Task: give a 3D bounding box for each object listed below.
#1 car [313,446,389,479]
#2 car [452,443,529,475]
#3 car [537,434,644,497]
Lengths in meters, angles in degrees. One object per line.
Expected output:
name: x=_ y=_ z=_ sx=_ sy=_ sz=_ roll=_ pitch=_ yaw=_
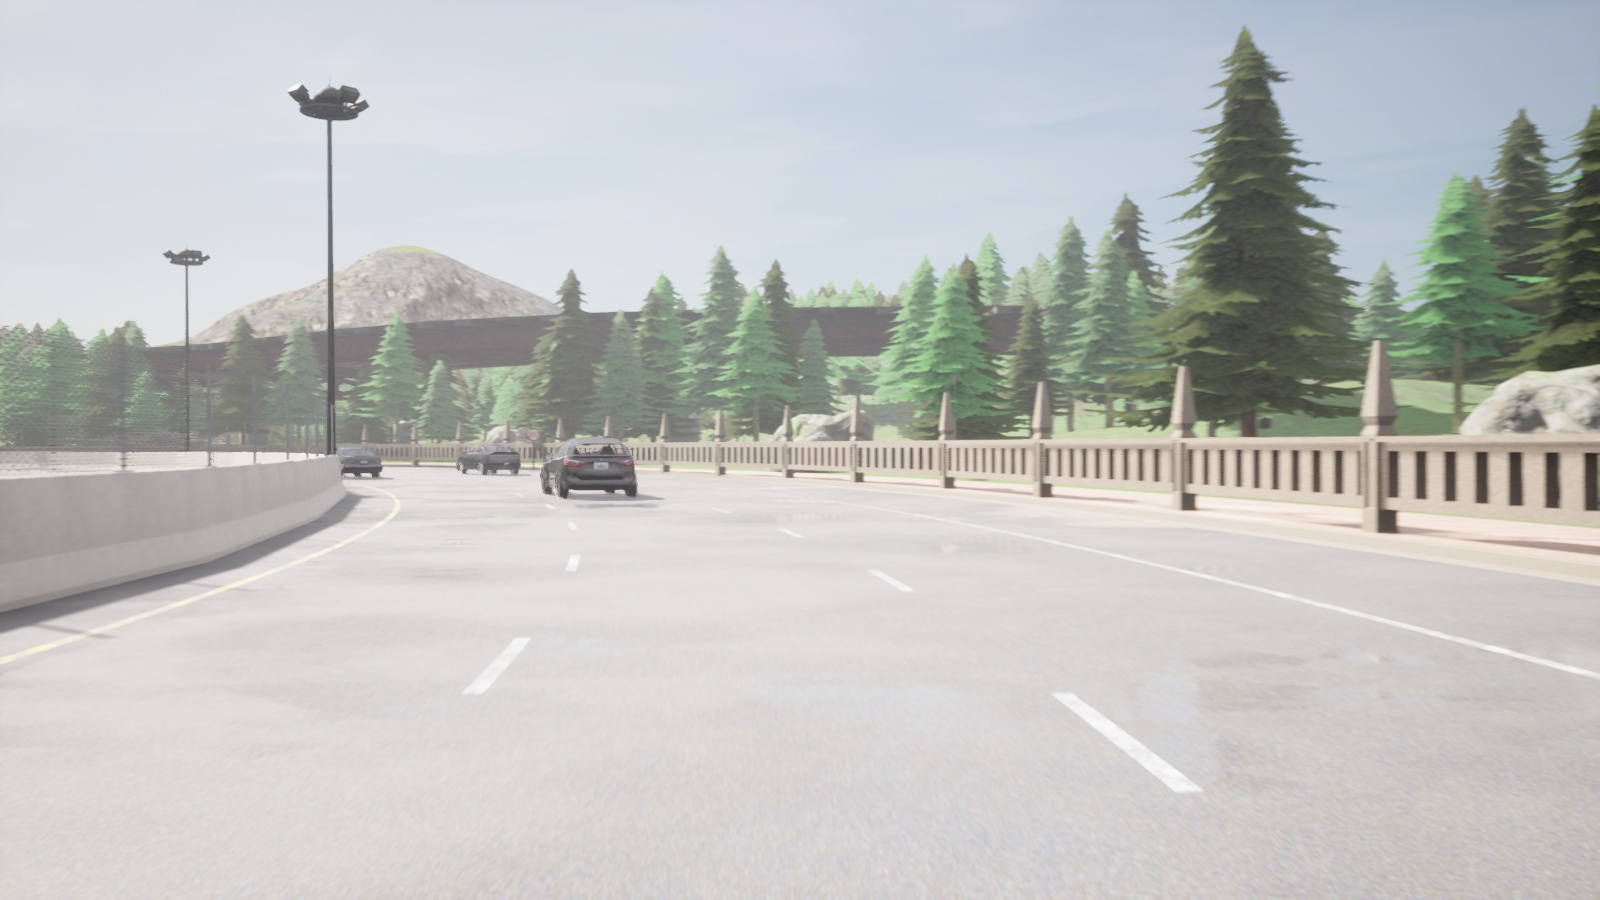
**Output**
car: x=-20.557 y=0.539 z=57.373 sx=2.033 sy=1.411 sz=5.357 roll=0 pitch=0 yaw=-34
car: x=-15.358 y=0.405 z=62.110 sx=2.128 sy=1.511 sz=4.902 roll=0 pitch=0 yaw=-34
car: x=-6.127 y=0.408 z=36.263 sx=2.242 sy=1.667 sz=4.611 roll=0 pitch=0 yaw=-20
